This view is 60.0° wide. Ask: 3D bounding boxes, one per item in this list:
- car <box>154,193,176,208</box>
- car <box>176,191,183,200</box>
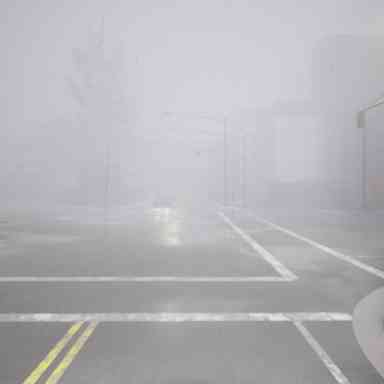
[{"bbox_3d":[-3.459,1.060,40.178,2.128,1.511,4.902,0,1,0],"label":"car"},{"bbox_3d":[-3.426,0.809,64.540,2.033,1.411,5.357,0,1,0],"label":"car"}]
